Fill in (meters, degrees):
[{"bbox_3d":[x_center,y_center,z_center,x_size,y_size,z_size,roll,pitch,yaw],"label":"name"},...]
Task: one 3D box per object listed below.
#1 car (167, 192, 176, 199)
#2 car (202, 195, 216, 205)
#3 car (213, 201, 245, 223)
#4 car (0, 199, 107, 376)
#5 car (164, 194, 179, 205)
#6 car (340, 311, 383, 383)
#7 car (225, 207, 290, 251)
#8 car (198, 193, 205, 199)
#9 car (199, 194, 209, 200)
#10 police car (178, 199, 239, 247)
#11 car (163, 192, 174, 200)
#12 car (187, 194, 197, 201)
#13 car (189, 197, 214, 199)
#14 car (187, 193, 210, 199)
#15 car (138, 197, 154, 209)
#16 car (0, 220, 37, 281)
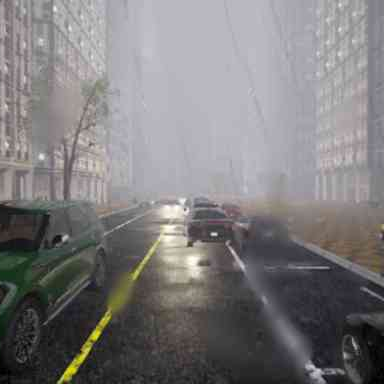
[{"bbox_3d":[-5.736,0.844,92.581,2.192,1.841,5.009,-1,0,0],"label":"car"},{"bbox_3d":[2.662,1.283,53.110,1.887,1.381,4.507,-1,0,0],"label":"car"},{"bbox_3d":[2.673,1.424,24.896,1.887,1.381,4.507,-1,0,0],"label":"car"},{"bbox_3d":[-3.103,1.192,5.885,2.150,2.045,5.566,0,0,0],"label":"car"},{"bbox_3d":[-3.021,1.338,53.219,1.895,1.301,4.718,0,0,0],"label":"car"},{"bbox_3d":[2.682,1.554,2.325,1.947,1.339,4.313,-1,0,0],"label":"car"},{"bbox_3d":[2.677,1.500,13.611,1.947,1.339,4.313,-1,0,0],"label":"car"},{"bbox_3d":[2.647,1.080,92.608,2.008,1.369,4.403,-1,0,0],"label":"car"},{"bbox_3d":[2.654,1.172,75.680,2.008,1.369,4.403,-1,0,0],"label":"car"},{"bbox_3d":[0.600,1.353,14.937,1.930,1.638,5.238,0,0,-5],"label":"police car"},{"bbox_3d":[-5.727,1.147,75.488,1.752,1.417,4.829,-1,0,0],"label":"car"},{"bbox_3d":[-0.028,1.063,69.864,1.994,1.385,4.181,0,0,0],"label":"car"},{"bbox_3d":[0.809,1.385,24.871,1.837,1.490,4.892,0,0,0],"label":"car"},{"bbox_3d":[0.836,1.202,30.841,2.097,1.767,4.553,0,0,0],"label":"car"},{"bbox_3d":[-5.714,1.346,41.810,2.008,1.369,4.403,-1,0,0],"label":"car"},{"bbox_3d":[-5.702,1.527,7.962,1.947,1.339,4.313,-1,0,0],"label":"car"}]
